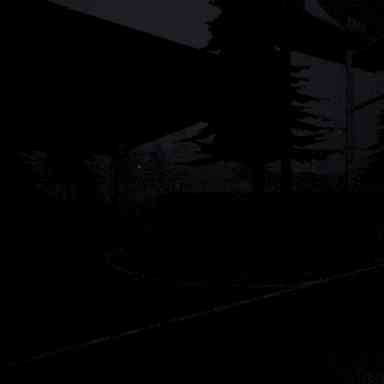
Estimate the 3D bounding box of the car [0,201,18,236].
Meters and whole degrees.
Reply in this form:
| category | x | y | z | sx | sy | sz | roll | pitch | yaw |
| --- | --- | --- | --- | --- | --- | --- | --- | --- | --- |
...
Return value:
| category | x | y | z | sx | sy | sz | roll | pitch | yaw |
| --- | --- | --- | --- | --- | --- | --- | --- | --- | --- |
| car | -11.653 | 1.480 | 16.718 | 4.611 | 1.667 | 2.242 | 0 | 0 | -36 |

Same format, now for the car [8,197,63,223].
| category | x | y | z | sx | sy | sz | roll | pitch | yaw |
| --- | --- | --- | --- | --- | --- | --- | --- | --- | --- |
| car | -11.424 | 1.301 | 23.847 | 3.866 | 1.878 | 1.905 | 0 | 0 | -36 |
